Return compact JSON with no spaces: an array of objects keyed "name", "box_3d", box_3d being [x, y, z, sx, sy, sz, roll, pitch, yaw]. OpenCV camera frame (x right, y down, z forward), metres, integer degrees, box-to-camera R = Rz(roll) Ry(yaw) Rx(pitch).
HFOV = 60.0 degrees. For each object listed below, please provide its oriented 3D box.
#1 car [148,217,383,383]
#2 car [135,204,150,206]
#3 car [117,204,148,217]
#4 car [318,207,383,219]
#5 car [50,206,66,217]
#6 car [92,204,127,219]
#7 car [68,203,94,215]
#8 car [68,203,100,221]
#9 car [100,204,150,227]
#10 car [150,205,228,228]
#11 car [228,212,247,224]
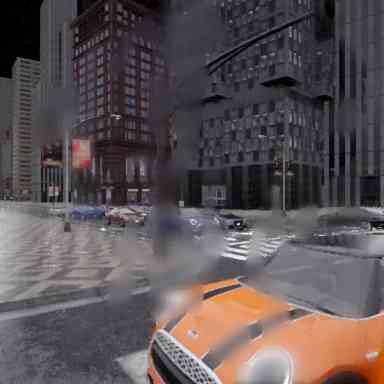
[{"name":"car","box_3d":[1.786,1.362,4.045,4.553,1.767,2.097,1,0,-30]},{"name":"car","box_3d":[-3.447,1.969,29.561,1.837,1.490,4.892,0,-1,-35]},{"name":"car","box_3d":[-7.382,2.204,40.956,1.812,1.442,4.674,0,-1,-36]},{"name":"car","box_3d":[10.477,1.694,21.658,1.812,1.442,4.674,0,-2,-36]},{"name":"car","box_3d":[-16.656,2.417,42.448,1.895,1.301,4.718,0,-1,-35]},{"name":"car","box_3d":[-9.510,2.154,38.015,2.128,1.511,4.902,0,-1,-36]},{"name":"car","box_3d":[-15.548,2.353,46.507,2.128,1.511,4.902,0,-1,-35]},{"name":"car","box_3d":[-10.886,2.103,34.357,1.882,1.535,5.008,0,-1,-36]},{"name":"car","box_3d":[-5.491,1.976,26.839,1.812,1.442,4.674,0,-1,-36]},{"name":"car","box_3d":[-0.340,1.636,19.625,2.097,1.767,4.553,0,-1,-35]},{"name":"car","box_3d":[1.734,1.861,22.344,1.994,1.385,4.181,0,-1,-36]}]
